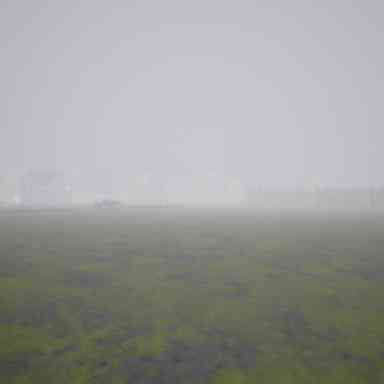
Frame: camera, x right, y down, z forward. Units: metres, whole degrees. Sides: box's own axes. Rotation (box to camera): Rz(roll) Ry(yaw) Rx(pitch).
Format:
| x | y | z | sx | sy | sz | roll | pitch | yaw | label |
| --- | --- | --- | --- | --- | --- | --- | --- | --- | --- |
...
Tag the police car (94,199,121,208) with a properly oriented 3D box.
| x | y | z | sx | sy | sz | roll | pitch | yaw | label |
| --- | --- | --- | --- | --- | --- | --- | --- | --- | --- |
| -14.760 | 1.960 | 58.009 | 1.930 | 1.638 | 5.238 | 1 | 0 | 35 | police car |
